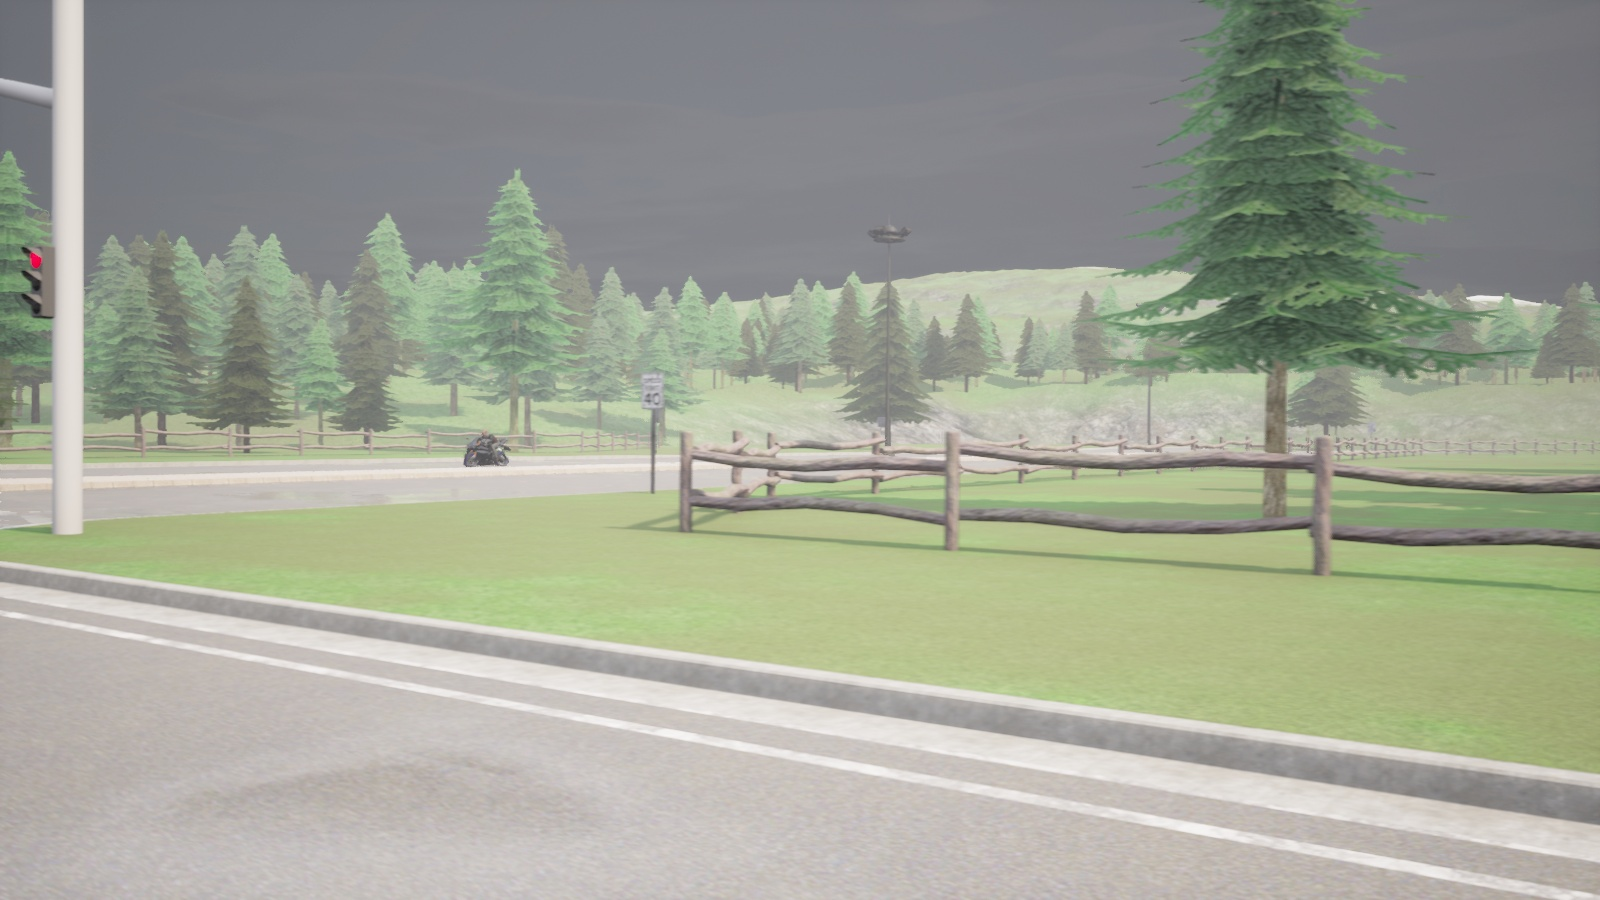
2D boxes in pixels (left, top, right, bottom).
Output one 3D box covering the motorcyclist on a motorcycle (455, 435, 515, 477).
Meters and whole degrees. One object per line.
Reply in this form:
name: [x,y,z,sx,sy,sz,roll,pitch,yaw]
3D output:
motorcyclist on a motorcycle: [-11.918,0.224,47.649,0.866,1.530,2.191,0,1,33]
